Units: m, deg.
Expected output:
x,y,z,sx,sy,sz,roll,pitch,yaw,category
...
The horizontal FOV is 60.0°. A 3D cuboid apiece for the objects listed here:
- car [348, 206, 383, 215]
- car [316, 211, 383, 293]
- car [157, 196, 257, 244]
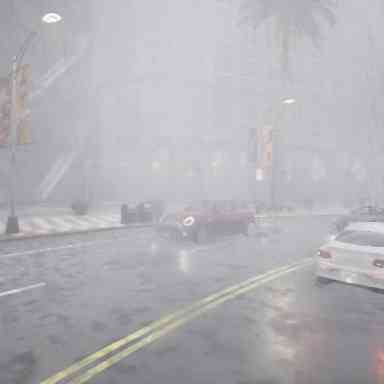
x,y,z,sx,sy,sz,roll,pitch,yaw,category
8.919,1.402,16.301,4.181,1.385,1.994,0,1,-32,car
4.598,1.443,8.119,1.812,1.442,4.674,2,2,42,car
0.733,1.073,14.236,4.553,1.767,2.097,0,2,-42,car
